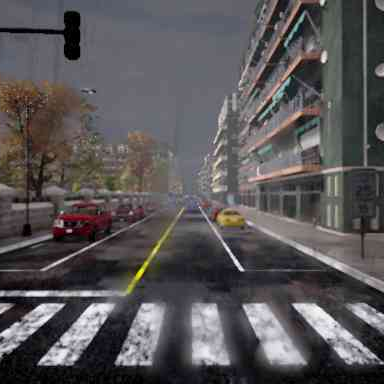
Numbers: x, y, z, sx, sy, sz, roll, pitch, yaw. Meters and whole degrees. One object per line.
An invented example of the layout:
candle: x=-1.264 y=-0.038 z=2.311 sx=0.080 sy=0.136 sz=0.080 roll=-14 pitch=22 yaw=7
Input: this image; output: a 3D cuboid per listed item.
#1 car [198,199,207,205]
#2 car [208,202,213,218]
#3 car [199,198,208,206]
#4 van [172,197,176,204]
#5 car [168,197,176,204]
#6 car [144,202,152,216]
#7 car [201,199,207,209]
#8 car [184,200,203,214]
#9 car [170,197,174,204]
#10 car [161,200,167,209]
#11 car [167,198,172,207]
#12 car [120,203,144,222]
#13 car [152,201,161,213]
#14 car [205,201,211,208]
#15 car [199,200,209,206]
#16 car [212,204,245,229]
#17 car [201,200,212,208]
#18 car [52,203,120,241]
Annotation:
car: x=2.668 y=2.534 z=84.373 sx=1.947 sy=1.339 sz=4.313 roll=0 pitch=-1 yaw=0
car: x=2.680 y=1.868 z=29.025 sx=1.887 sy=1.381 sz=4.507 roll=0 pitch=-1 yaw=0
car: x=2.668 y=2.342 z=78.839 sx=1.967 sy=1.590 sz=4.097 roll=0 pitch=-1 yaw=0
van: x=-5.715 y=2.375 z=89.907 sx=1.690 sy=1.788 sz=3.998 roll=0 pitch=-1 yaw=0
car: x=-5.717 y=2.415 z=95.443 sx=2.192 sy=1.841 sz=5.009 roll=0 pitch=-1 yaw=0
car: x=-5.702 y=1.931 z=34.558 sx=1.887 sy=1.381 sz=4.507 roll=0 pitch=-1 yaw=0
car: x=2.674 y=2.186 z=56.699 sx=1.887 sy=1.381 sz=4.507 roll=0 pitch=-1 yaw=0
car: x=-0.007 y=2.033 z=43.264 sx=2.033 sy=1.411 sz=5.357 roll=0 pitch=-1 yaw=0
car: x=-5.710 y=2.387 z=73.301 sx=2.008 sy=1.369 sz=4.403 roll=0 pitch=-1 yaw=0
car: x=-5.706 y=2.223 z=56.697 sx=1.802 sy=1.307 sz=4.206 roll=0 pitch=-1 yaw=0
car: x=-5.709 y=2.294 z=67.596 sx=1.752 sy=1.417 sz=4.829 roll=0 pitch=-1 yaw=0
car: x=-5.701 y=1.764 z=29.024 sx=1.967 sy=1.590 sz=4.097 roll=0 pitch=-1 yaw=0
car: x=-5.704 y=2.095 z=45.626 sx=1.802 sy=1.307 sz=4.206 roll=0 pitch=-1 yaw=0
car: x=2.679 y=1.937 z=34.560 sx=2.008 sy=1.369 sz=4.403 roll=0 pitch=-1 yaw=0
car: x=2.670 y=2.402 z=73.304 sx=1.947 sy=1.339 sz=4.313 roll=0 pitch=-1 yaw=0
car: x=2.681 y=1.788 z=23.660 sx=1.752 sy=1.417 sz=4.829 roll=0 pitch=-1 yaw=0
car: x=2.673 y=2.250 z=62.234 sx=1.887 sy=1.381 sz=4.507 roll=0 pitch=-1 yaw=0
car: x=-5.699 y=1.514 z=17.955 sx=2.192 sy=1.841 sz=5.009 roll=0 pitch=-1 yaw=0
